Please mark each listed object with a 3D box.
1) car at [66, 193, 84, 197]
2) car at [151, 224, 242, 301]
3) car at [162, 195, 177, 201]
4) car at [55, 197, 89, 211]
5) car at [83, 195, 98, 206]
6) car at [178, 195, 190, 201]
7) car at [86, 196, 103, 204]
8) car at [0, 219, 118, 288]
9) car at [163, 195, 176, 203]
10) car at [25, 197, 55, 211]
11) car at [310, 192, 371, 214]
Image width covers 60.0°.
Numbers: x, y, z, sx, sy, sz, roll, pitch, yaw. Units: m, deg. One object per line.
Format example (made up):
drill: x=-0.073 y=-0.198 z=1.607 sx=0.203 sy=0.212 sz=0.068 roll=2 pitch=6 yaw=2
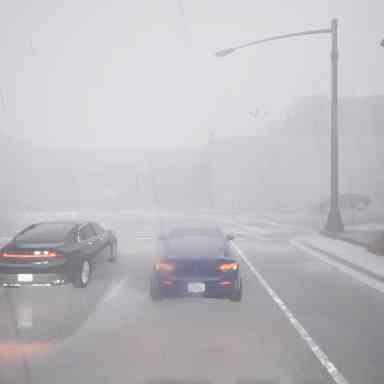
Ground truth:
car: x=-18.333 y=1.224 z=52.178 sx=2.150 sy=2.045 sz=5.566 roll=0 pitch=0 yaw=-1
car: x=0.098 y=1.526 z=8.195 sx=1.812 sy=1.442 sz=4.674 roll=0 pitch=0 yaw=0
car: x=-5.712 y=1.552 z=85.254 sx=1.994 sy=1.385 sz=4.181 roll=0 pitch=0 yaw=24
car: x=-14.560 y=1.601 z=40.546 sx=1.895 sy=1.301 sz=4.718 roll=0 pitch=0 yaw=-2
car: x=-14.814 y=1.477 z=51.369 sx=1.882 sy=1.535 sz=5.008 roll=0 pitch=0 yaw=-1
car: x=-2.029 y=1.524 z=85.033 sx=1.812 sy=1.442 sz=4.674 roll=0 pitch=0 yaw=24
car: x=-18.532 y=1.505 z=63.597 sx=1.837 sy=1.490 sz=4.892 roll=0 pitch=0 yaw=-1
car: x=-3.391 y=1.505 z=9.212 sx=1.837 sy=1.490 sz=4.892 roll=0 pitch=0 yaw=0
car: x=-4.478 y=1.352 z=68.239 sx=2.097 sy=1.767 sz=4.553 roll=0 pitch=0 yaw=-1
car: x=-18.037 y=1.352 z=39.713 sx=2.097 sy=1.767 sz=4.553 roll=0 pitch=0 yaw=-2
car: x=12.565 y=0.891 z=28.345 sx=4.892 sy=1.490 sz=1.837 roll=-7 pitch=0 yaw=0
